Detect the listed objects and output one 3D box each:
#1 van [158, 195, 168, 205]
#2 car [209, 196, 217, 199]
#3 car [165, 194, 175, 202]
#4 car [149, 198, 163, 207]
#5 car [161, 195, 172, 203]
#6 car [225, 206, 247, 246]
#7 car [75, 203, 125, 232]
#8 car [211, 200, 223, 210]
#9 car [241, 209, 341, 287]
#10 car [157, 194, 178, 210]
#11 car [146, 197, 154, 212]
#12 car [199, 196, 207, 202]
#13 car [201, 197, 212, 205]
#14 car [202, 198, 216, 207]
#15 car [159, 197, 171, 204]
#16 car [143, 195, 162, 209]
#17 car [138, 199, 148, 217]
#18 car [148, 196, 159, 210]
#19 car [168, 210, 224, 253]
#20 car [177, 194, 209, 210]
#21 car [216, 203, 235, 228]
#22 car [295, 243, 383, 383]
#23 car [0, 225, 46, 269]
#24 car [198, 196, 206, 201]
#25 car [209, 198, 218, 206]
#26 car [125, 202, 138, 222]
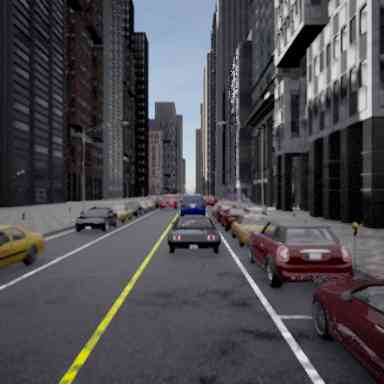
[{"bbox_3d":[-5.765,1.529,65.782,1.690,1.788,3.998,0,0,0],"label":"van"},{"bbox_3d":[2.760,1.448,48.866,2.192,1.841,5.009,0,0,0],"label":"car"},{"bbox_3d":[-5.765,1.586,88.344,2.192,1.841,5.009,0,0,0],"label":"car"},{"bbox_3d":[-5.764,1.675,54.329,1.752,1.417,4.829,0,0,0],"label":"car"},{"bbox_3d":[-5.765,1.543,77.063,2.192,1.841,5.009,0,0,0],"label":"car"},{"bbox_3d":[2.761,1.563,15.193,1.752,1.417,4.829,0,0,0],"label":"car"},{"bbox_3d":[-5.764,1.617,20.655,1.947,1.339,4.313,0,0,0],"label":"car"},{"bbox_3d":[2.761,1.612,26.304,1.887,1.381,4.507,0,0,0],"label":"car"},{"bbox_3d":[2.760,1.463,9.382,1.967,1.590,4.097,0,0,0],"label":"car"},{"bbox_3d":[-3.091,1.340,45.259,2.150,2.045,5.566,0,0,0],"label":"car"},{"bbox_3d":[-5.764,1.623,37.407,1.752,1.417,4.829,0,0,0],"label":"car"},{"bbox_3d":[2.761,1.690,82.708,1.967,1.590,4.097,0,0,0],"label":"car"},{"bbox_3d":[2.761,1.739,65.787,2.008,1.369,4.403,0,0,0],"label":"car"},{"bbox_3d":[2.761,1.701,54.506,2.008,1.369,4.403,0,0,0],"label":"car"},{"bbox_3d":[-5.764,1.759,71.421,2.008,1.369,4.403,0,0,0],"label":"car"},{"bbox_3d":[-5.765,1.447,48.859,2.192,1.841,5.009,0,0,0],"label":"car"},{"bbox_3d":[-5.764,1.648,31.936,1.947,1.339,4.313,0,0,0],"label":"car"},{"bbox_3d":[-5.764,1.640,43.048,1.752,1.417,4.829,0,0,0],"label":"car"},{"bbox_3d":[0.081,1.635,13.822,1.895,1.301,4.718,0,0,0],"label":"car"},{"bbox_3d":[0.085,1.297,29.801,2.150,2.045,5.566,0,0,0],"label":"car"},{"bbox_3d":[2.761,1.597,20.663,1.887,1.381,4.507,0,0,0],"label":"car"},{"bbox_3d":[2.761,1.591,3.741,1.802,1.307,4.206,0,0,0],"label":"car"},{"bbox_3d":[-5.764,1.547,9.204,1.752,1.417,4.829,0,0,0],"label":"car"},{"bbox_3d":[2.761,1.858,93.989,1.947,1.339,4.313,0,0,0],"label":"car"},{"bbox_3d":[2.761,1.609,32.115,1.752,1.417,4.829,0,0,0],"label":"car"},{"bbox_3d":[-5.764,1.592,26.126,1.752,1.417,4.829,0,0,0],"label":"car"}]
